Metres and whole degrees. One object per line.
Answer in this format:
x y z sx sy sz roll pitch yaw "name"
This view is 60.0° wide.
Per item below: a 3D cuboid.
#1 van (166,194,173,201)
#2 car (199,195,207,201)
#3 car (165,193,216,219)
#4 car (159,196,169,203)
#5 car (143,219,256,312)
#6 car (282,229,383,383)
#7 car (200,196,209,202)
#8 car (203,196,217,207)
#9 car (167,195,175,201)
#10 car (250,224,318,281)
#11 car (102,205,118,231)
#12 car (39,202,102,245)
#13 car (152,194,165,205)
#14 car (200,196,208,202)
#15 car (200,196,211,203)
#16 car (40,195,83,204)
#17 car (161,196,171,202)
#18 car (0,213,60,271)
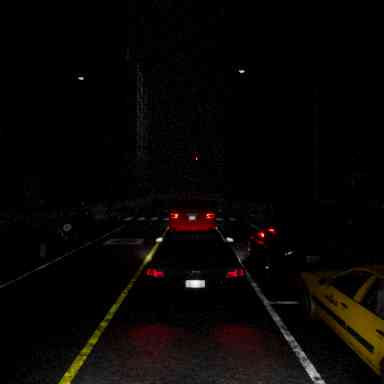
-5.712 1.372 85.173 1.690 1.788 3.998 0 0 0 "van"
2.814 1.556 85.337 1.752 1.417 4.829 0 0 0 "car"
0.014 1.223 17.209 2.150 2.045 5.566 0 0 0 "car"
-5.721 1.602 68.860 1.802 1.307 4.206 0 0 0 "car"
0.064 1.564 7.789 1.994 1.385 4.181 0 0 0 "car"
2.764 1.525 4.373 1.752 1.417 4.829 0 0 0 "car"
2.807 1.568 74.292 1.887 1.381 4.507 0 0 0 "car"
2.794 1.452 52.542 1.967 1.590 4.097 0 0 0 "car"
-5.708 1.585 90.610 2.008 1.369 4.403 0 0 0 "car"
2.767 1.566 9.659 1.947 1.339 4.313 0 0 0 "car"
-5.751 1.527 20.407 1.752 1.417 4.829 0 0 0 "car"
-5.755 1.441 15.120 1.967 1.590 4.097 0 0 0 "car"
-5.728 1.329 57.985 2.192 1.841 5.009 0 0 0 "car"
2.810 1.572 79.730 1.887 1.381 4.507 0 0 0 "car"
2.804 1.571 68.854 2.008 1.369 4.403 0 0 0 "car"
-12.263 1.141 32.350 4.553 1.767 2.097 1 0 -4 "car"
-5.718 1.548 74.127 1.752 1.417 4.829 0 0 0 "car"
-5.758 1.545 9.663 1.887 1.381 4.507 0 0 0 "car"
